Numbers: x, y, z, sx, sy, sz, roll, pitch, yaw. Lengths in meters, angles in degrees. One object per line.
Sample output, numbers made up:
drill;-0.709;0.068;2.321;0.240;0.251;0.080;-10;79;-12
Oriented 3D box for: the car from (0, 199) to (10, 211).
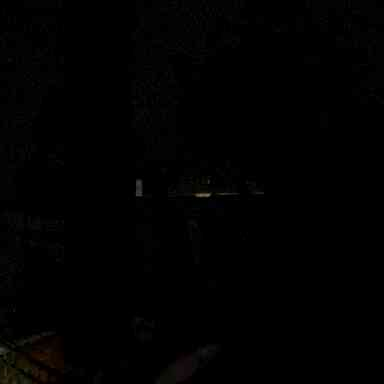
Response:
car;-12.605;1.203;21.596;2.097;1.767;4.553;0;1;34
